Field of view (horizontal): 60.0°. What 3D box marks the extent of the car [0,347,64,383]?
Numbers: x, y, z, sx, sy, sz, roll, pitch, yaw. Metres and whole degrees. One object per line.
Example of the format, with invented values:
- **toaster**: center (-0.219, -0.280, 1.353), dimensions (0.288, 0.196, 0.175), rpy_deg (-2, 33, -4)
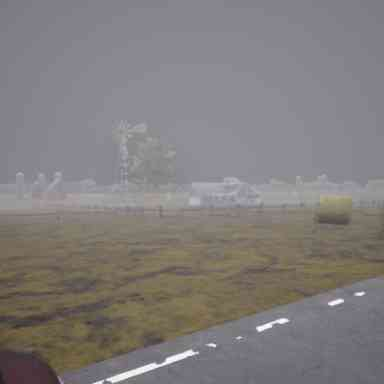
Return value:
- **car**: center (-2.559, 1.569, 1.247), dimensions (4.181, 1.385, 1.994), rpy_deg (0, 0, -36)
